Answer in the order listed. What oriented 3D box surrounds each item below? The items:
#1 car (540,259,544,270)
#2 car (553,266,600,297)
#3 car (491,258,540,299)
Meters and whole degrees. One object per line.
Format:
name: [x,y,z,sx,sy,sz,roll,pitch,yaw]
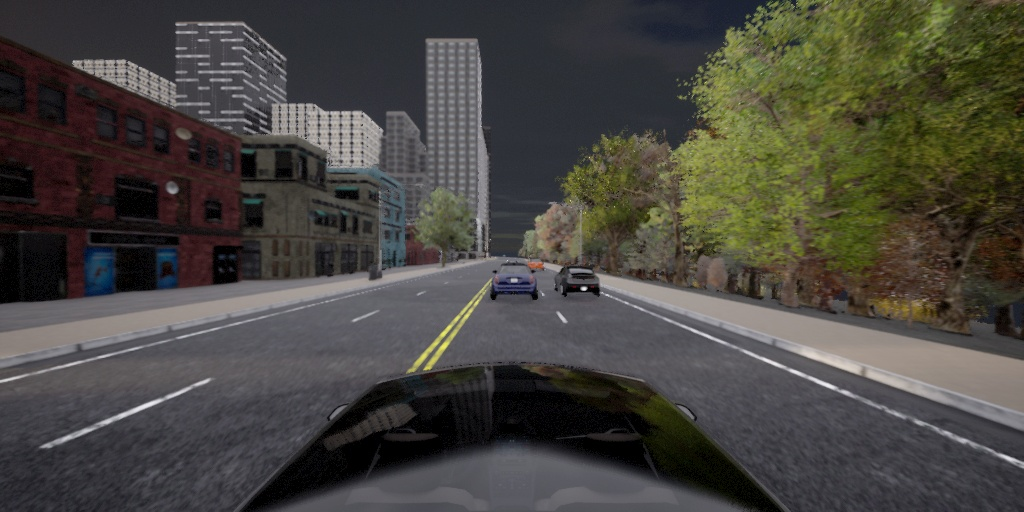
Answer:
car: [3.340,1.116,51.303,2.097,1.767,4.553,0,0,0]
car: [3.347,1.261,19.091,1.837,1.490,4.892,0,0,0]
car: [0.097,1.108,18.121,2.097,1.767,4.553,0,0,0]
